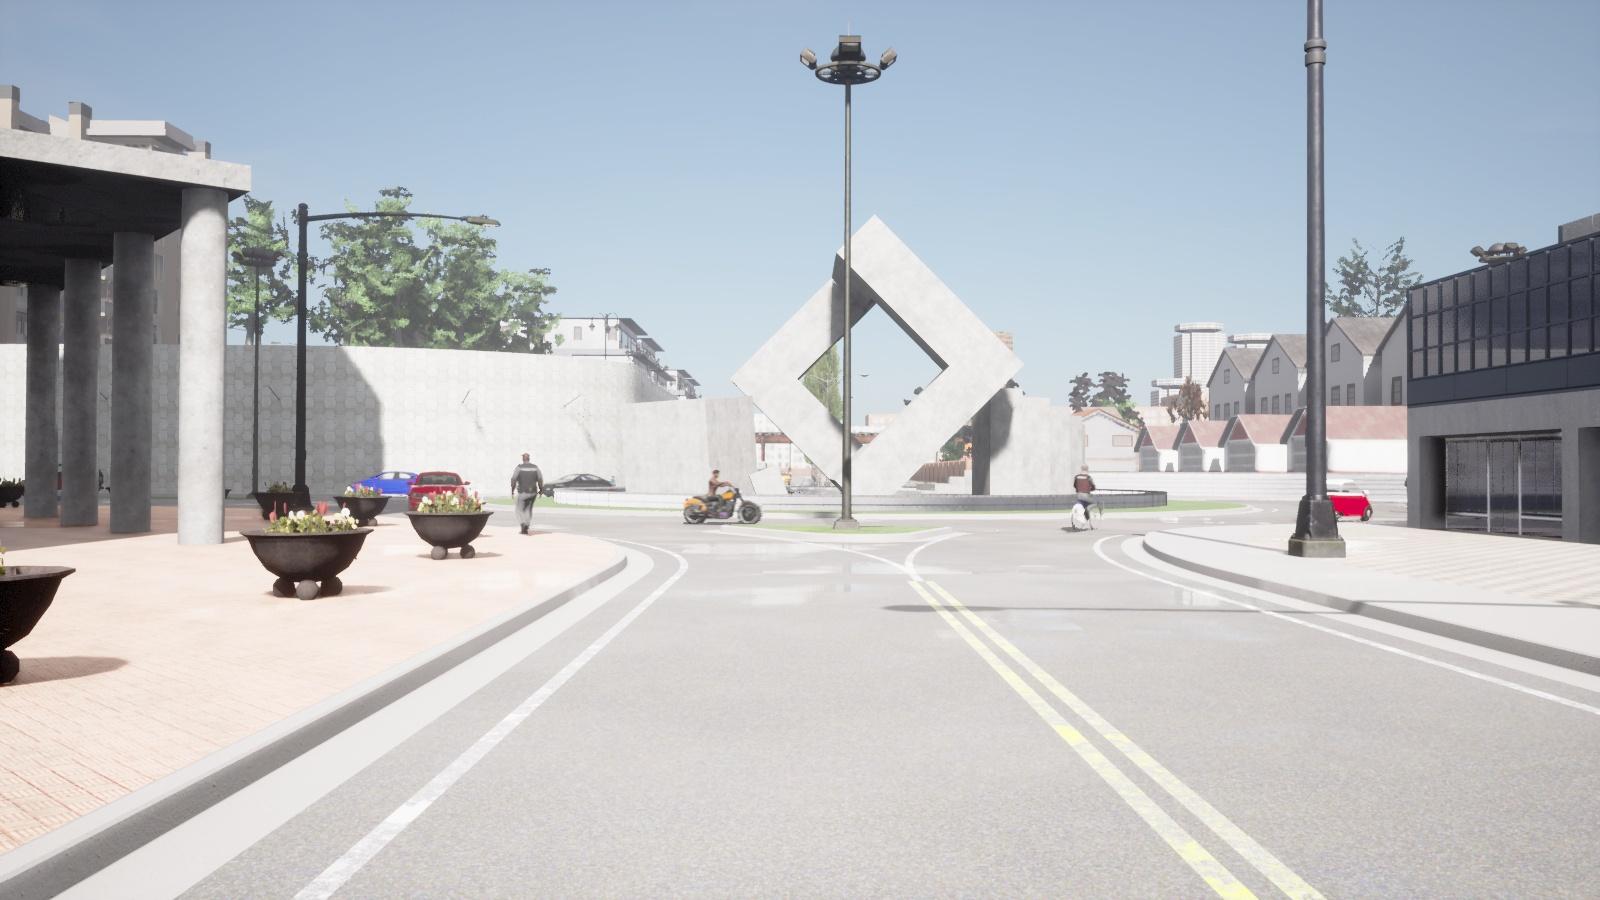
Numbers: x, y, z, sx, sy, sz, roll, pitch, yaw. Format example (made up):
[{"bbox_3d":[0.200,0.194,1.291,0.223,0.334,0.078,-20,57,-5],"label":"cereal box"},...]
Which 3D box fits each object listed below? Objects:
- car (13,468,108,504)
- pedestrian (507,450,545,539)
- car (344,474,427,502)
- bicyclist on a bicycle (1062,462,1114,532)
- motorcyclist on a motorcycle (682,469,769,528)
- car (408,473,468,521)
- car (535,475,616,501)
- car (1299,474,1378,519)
[{"bbox_3d":[-39.064,1.879,66.395,3.866,1.878,1.905,0,-1,-2],"label":"car"},{"bbox_3d":[-5.909,0.945,27.046,0.563,1.883,0.849,0,-1,-30],"label":"pedestrian"},{"bbox_3d":[-22.811,2.077,69.108,4.193,1.474,1.816,0,-1,-24],"label":"car"},{"bbox_3d":[7.610,1.209,33.111,0.659,1.776,1.843,0,0,36],"label":"bicyclist on a bicycle"},{"bbox_3d":[-2.118,1.374,35.870,2.350,1.649,0.766,0,-1,14],"label":"motorcyclist on a motorcycle"},{"bbox_3d":[-12.412,1.566,43.196,1.882,1.535,5.008,0,-1,-15],"label":"car"},{"bbox_3d":[-12.608,2.114,70.740,1.994,1.385,4.181,-1,-1,42],"label":"car"},{"bbox_3d":[17.443,1.481,40.656,2.207,1.376,1.481,0,-1,-39],"label":"car"}]
